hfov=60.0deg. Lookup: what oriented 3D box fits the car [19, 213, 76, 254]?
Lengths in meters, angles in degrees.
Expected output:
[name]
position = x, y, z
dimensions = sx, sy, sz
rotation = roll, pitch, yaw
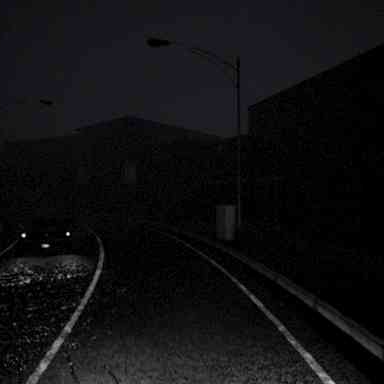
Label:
[car]
position = -5.842, 1.580, 13.795
dimensions = 1.895, 1.301, 4.718
rotation = 0, 0, -19
